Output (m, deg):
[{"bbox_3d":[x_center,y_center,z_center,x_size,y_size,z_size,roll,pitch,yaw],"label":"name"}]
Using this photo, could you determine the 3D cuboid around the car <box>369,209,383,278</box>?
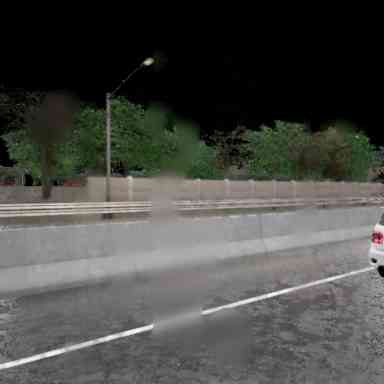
[{"bbox_3d":[6.876,1.211,8.678,5.566,2.045,2.150,0,0,-35],"label":"car"}]
